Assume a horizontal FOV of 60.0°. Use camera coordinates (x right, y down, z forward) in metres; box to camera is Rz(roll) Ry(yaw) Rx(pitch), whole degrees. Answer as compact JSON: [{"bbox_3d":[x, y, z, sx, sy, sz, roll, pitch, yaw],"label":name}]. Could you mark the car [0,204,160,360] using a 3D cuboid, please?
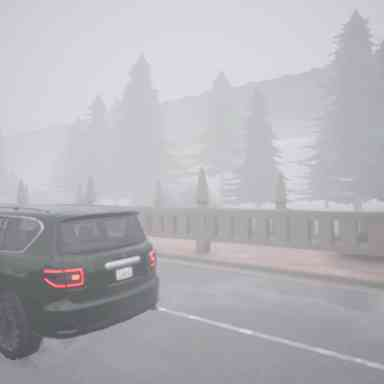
[{"bbox_3d":[-3.130,1.258,6.254,5.566,2.045,2.150,0,0,36],"label":"car"}]
